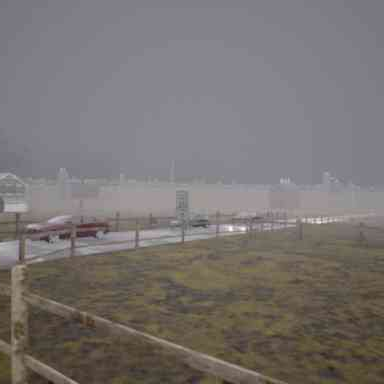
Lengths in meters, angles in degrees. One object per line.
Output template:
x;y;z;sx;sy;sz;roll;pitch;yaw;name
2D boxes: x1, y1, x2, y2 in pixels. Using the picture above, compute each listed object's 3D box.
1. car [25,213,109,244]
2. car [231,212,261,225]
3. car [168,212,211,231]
-7.058;2.002;19.150;1.882;1.535;5.008;1;-2;34;car
6.328;3.016;38.589;1.882;1.535;5.008;1;-2;35;car
-0.148;2.540;29.244;2.128;1.511;4.902;1;-2;35;car
